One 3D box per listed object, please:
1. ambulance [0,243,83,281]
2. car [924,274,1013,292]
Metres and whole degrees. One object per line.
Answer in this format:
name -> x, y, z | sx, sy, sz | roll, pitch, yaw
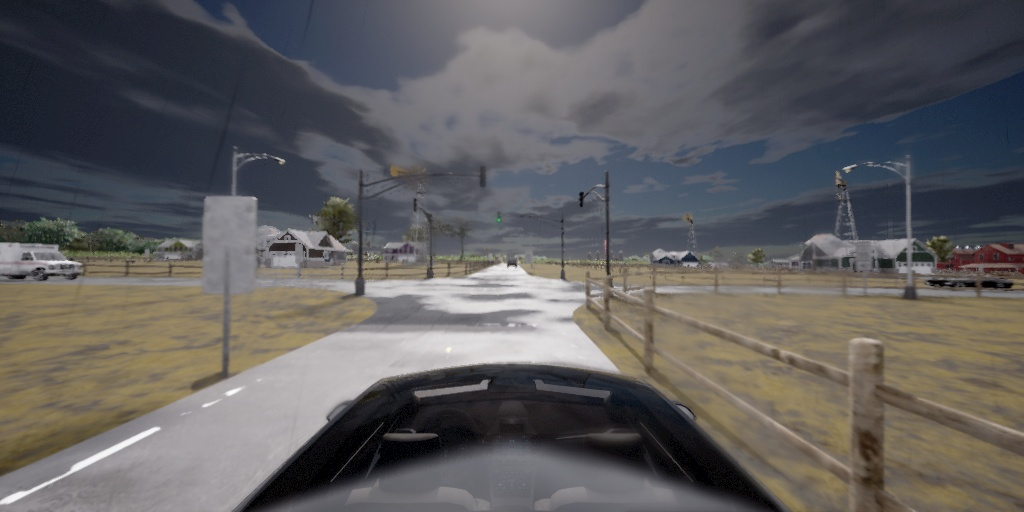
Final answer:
ambulance -> -32.644, 0.412, 23.860 | 6.366, 2.431, 2.351 | 1, -2, 0
car -> 34.567, 2.004, 27.268 | 4.718, 1.301, 1.895 | 1, -2, 0
